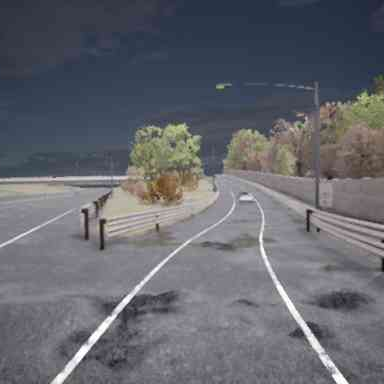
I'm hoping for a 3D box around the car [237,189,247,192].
[{"bbox_3d":[9.576,0.275,62.012,1.837,1.490,4.892,-1,4,5],"label":"car"}]

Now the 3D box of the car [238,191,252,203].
[{"bbox_3d":[8.382,1.008,52.023,1.895,1.301,4.718,-1,3,7],"label":"car"}]
